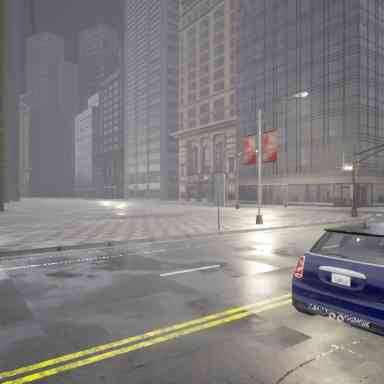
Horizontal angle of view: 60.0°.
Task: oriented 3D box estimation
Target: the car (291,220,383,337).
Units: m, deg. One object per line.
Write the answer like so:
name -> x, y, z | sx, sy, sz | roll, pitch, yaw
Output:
car -> 3.992, 1.352, 6.303 | 4.553, 1.767, 2.097 | 0, 0, -36
